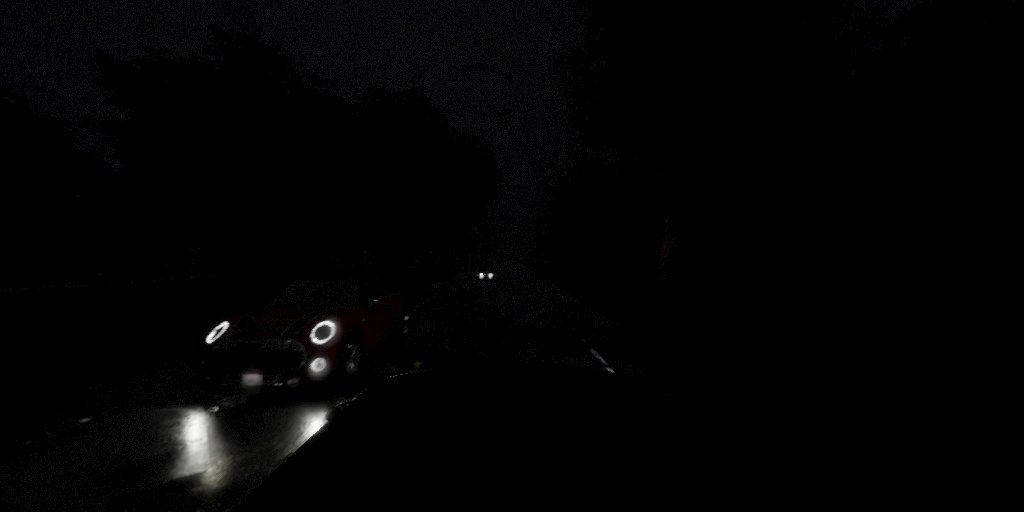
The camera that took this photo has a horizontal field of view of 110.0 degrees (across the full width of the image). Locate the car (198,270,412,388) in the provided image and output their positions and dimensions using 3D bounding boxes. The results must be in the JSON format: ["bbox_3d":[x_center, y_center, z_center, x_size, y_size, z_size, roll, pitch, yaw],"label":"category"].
[{"bbox_3d":[-3.600,1.147,7.224,2.097,1.767,4.553,0,0,0],"label":"car"}]

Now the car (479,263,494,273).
[{"bbox_3d":[-3.567,1.697,50.961,1.994,1.385,4.181,0,0,0],"label":"car"}]
